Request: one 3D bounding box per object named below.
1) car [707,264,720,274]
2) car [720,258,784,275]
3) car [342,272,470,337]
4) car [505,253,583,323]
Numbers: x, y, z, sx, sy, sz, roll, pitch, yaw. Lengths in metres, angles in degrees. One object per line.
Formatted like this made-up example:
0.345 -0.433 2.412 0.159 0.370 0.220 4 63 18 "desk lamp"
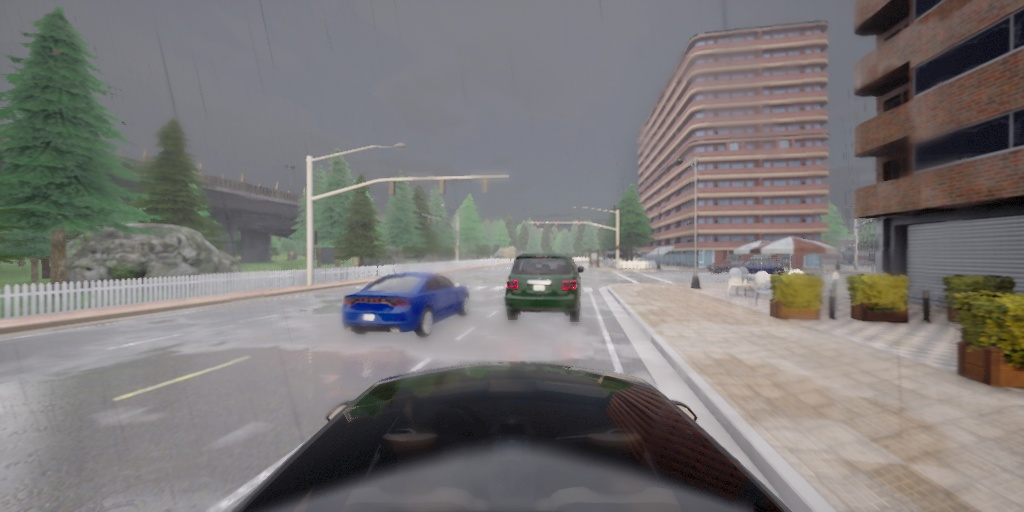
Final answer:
23.201 1.181 37.848 4.674 1.442 1.812 0 0 10 "car"
23.084 1.023 34.310 4.553 1.767 2.097 0 0 10 "car"
-2.686 1.192 10.313 1.882 1.535 5.008 0 0 11 "car"
1.218 0.928 12.159 2.150 2.045 5.566 0 0 11 "car"
